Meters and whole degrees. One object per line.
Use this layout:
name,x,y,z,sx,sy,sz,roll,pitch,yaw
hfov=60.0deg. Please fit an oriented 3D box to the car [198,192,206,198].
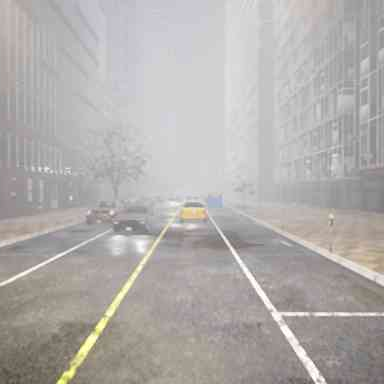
car,2.687,0.788,90.629,2.008,1.369,4.403,0,1,0

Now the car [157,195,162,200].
car,-5.693,1.205,45.094,2.008,1.369,4.403,0,0,0

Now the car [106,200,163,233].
car,-3.099,1.407,18.995,2.033,1.411,5.357,0,0,0

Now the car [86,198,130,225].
car,-5.692,1.274,22.324,1.967,1.590,4.097,0,0,0

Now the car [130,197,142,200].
car,-5.693,1.230,28.016,1.967,1.590,4.097,0,0,0

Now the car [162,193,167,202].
car,-5.693,1.135,56.479,1.802,1.307,4.206,0,1,0

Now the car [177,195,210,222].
car,0.101,1.276,24.236,1.801,1.575,5.366,0,1,0

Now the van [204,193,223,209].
van,2.688,1.042,39.396,1.690,1.788,3.998,0,0,0

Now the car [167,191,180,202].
car,-3.041,1.070,59.820,2.033,1.411,5.357,0,1,1

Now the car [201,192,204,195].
car,2.688,1.156,50.783,2.008,1.369,4.403,0,1,0

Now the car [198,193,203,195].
car,0.099,1.228,41.885,2.033,1.411,5.357,0,0,0

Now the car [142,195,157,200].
car,-5.693,1.252,39.402,2.008,1.369,4.403,0,0,0

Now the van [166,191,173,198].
van,-5.693,0.631,84.937,1.690,1.788,3.998,0,1,0
